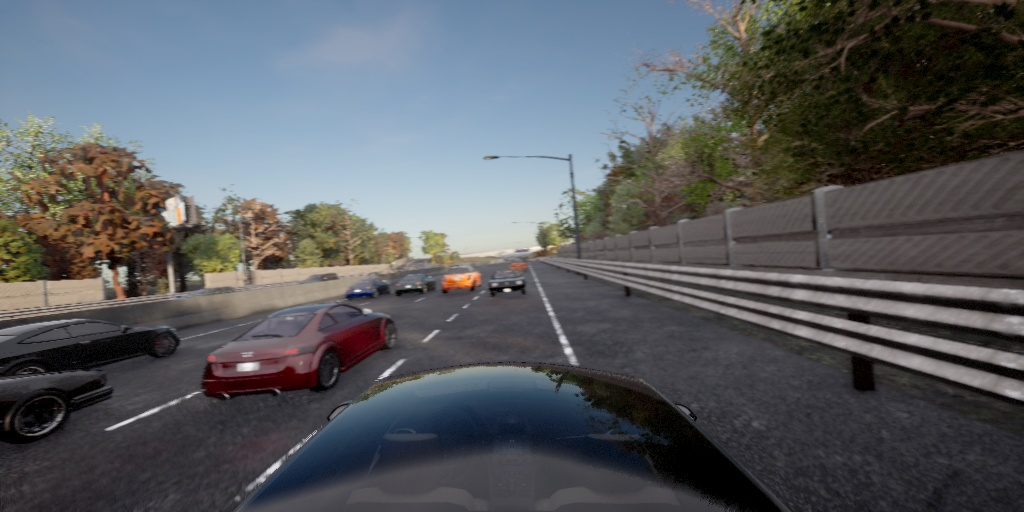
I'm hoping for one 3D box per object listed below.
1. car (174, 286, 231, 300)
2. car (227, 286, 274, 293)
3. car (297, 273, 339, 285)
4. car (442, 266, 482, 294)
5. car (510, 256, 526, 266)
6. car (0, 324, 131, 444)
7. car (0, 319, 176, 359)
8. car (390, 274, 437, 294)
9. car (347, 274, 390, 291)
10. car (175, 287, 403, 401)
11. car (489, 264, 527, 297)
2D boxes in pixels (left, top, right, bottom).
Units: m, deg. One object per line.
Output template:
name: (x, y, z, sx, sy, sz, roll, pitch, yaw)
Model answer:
car: (-27.694, 3.709, 32.980, 2.097, 1.767, 4.553, -5, 0, 2)
car: (-24.134, 3.640, 34.310, 1.895, 1.301, 4.718, -5, 0, 2)
car: (-20.525, 2.944, 38.181, 2.150, 2.045, 5.566, -5, -1, 2)
car: (-3.399, 1.473, 24.859, 2.097, 1.767, 4.553, -5, 0, 2)
car: (0.820, 1.156, 46.666, 2.097, 1.767, 4.553, -5, 0, 2)
car: (-7.683, 2.000, 3.486, 2.033, 1.411, 5.357, -5, 0, 2)
car: (-10.966, 2.292, 8.809, 1.812, 1.442, 4.674, -5, 0, 2)
car: (-6.828, 2.001, 25.800, 1.994, 1.385, 4.181, -5, 0, 2)
car: (-10.305, 2.318, 26.092, 1.994, 1.385, 4.181, -5, 0, 2)
car: (-4.036, 1.695, 7.588, 1.994, 1.385, 4.181, -5, 0, 2)
car: (-0.169, 1.414, 20.137, 1.895, 1.301, 4.718, -5, 0, 2)
